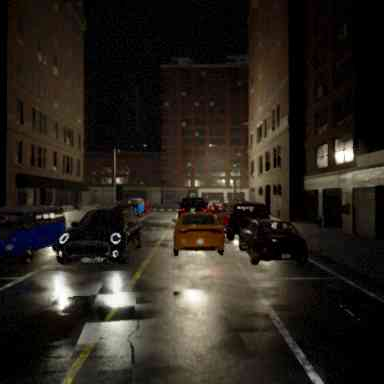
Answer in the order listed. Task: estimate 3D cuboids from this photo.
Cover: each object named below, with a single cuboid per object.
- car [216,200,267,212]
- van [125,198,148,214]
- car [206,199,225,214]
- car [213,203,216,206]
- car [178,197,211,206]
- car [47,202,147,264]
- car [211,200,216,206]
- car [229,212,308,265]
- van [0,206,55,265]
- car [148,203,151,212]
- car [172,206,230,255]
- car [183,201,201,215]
[{"bbox_3d":[2.675,1.405,17.141,2.192,1.841,5.009,1,0,0],"label":"car"},{"bbox_3d":[-5.853,1.535,33.589,1.690,1.788,3.998,1,0,0],"label":"van"},{"bbox_3d":[2.670,1.670,39.071,1.967,1.590,4.097,1,0,0],"label":"car"},{"bbox_3d":[2.672,1.650,22.793,1.752,1.417,4.829,1,0,0],"label":"car"},{"bbox_3d":[0.092,1.368,25.859,2.150,2.045,5.566,0,0,0],"label":"car"},{"bbox_3d":[-3.102,1.412,11.992,2.097,1.767,4.553,0,0,0],"label":"car"},{"bbox_3d":[2.671,1.634,33.589,1.967,1.590,4.097,1,0,0],"label":"car"},{"bbox_3d":[2.673,1.610,11.658,2.008,1.369,4.403,1,0,0],"label":"car"},{"bbox_3d":[-5.849,1.400,11.661,1.690,1.788,3.998,1,0,0],"label":"van"},{"bbox_3d":[-5.856,1.774,39.070,1.887,1.381,4.507,1,0,0],"label":"car"},{"bbox_3d":[0.185,1.548,13.775,1.882,1.535,5.008,0,0,-2],"label":"car"},{"bbox_3d":[0.076,1.790,38.497,1.994,1.385,4.181,0,0,1],"label":"car"}]
